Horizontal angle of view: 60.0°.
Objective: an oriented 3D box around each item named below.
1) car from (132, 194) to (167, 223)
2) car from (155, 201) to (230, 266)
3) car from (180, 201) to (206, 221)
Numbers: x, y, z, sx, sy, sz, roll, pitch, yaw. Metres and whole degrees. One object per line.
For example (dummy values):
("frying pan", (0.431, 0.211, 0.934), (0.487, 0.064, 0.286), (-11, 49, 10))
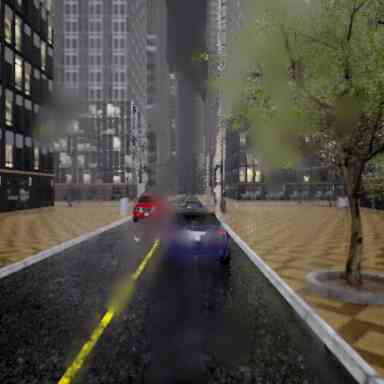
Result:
("car", (-3.091, 1.172, 25.475), (2.150, 2.045, 5.566), (0, 0, 0))
("car", (0.089, 1.326, 11.607), (2.097, 1.767, 4.553), (0, 0, 0))
("car", (0.093, 1.511, 27.587), (1.994, 1.385, 4.181), (0, 0, 0))
